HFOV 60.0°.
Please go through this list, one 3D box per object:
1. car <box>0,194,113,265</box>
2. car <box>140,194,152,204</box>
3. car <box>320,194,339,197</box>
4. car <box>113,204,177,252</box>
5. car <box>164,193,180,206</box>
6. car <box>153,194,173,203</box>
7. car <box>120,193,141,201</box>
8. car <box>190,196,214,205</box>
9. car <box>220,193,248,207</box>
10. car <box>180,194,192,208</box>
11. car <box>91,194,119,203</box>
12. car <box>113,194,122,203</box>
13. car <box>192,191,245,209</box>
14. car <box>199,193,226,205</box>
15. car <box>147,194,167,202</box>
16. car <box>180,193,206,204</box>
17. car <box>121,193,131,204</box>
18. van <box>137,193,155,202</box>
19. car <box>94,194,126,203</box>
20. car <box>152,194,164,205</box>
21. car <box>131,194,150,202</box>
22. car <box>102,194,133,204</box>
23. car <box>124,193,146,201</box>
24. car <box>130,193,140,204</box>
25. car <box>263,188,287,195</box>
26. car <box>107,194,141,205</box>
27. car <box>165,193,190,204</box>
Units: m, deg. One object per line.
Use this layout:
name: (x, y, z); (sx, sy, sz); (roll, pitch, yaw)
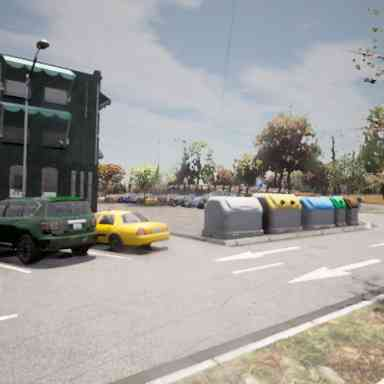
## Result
car: (-5.753, 1.205, 11.846); (5.566, 2.045, 2.435); (-1, 0, 35)
car: (-3.813, 1.133, 43.445); (1.946, 1.575, 5.366); (0, -1, 35)
car: (17.591, 1.390, 42.086); (2.435, 2.045, 5.566); (1, -2, 35)
car: (-3.412, 1.441, 13.687); (5.366, 1.575, 1.946); (-1, 0, 35)
car: (-0.540, 1.133, 38.427); (2.231, 1.521, 4.892); (0, -1, 35)
car: (-6.584, 1.522, 76.780); (2.185, 1.767, 4.553); (1, -2, 35)
car: (-16.900, 1.399, 91.724); (2.435, 2.045, 5.566); (1, -2, 35)
car: (2.038, 1.647, 64.389); (2.231, 1.521, 4.892); (1, -2, 35)
car: (7.223, 1.392, 56.925); (2.435, 2.045, 5.566); (1, -2, 35)
car: (1.151, 1.171, 36.000); (2.002, 1.452, 4.674); (1, 0, 35)
car: (-15.720, 1.167, 60.327); (2.163, 1.488, 4.792); (0, -1, 35)
car: (-8.970, 1.135, 50.575); (2.097, 1.535, 5.008); (0, -1, 35)
car: (2.834, 0.879, 33.546); (2.435, 2.045, 5.566); (1, 0, 35)
car: (3.806, 1.396, 61.939); (2.435, 2.045, 5.566); (1, -2, 35)
car: (-8.319, 1.522, 79.263); (2.185, 1.767, 4.553); (1, -2, 35)
car: (0.315, 1.394, 66.854); (2.435, 2.045, 5.566); (1, -2, 35)
car: (-7.301, 1.164, 48.124); (2.163, 1.488, 4.792); (1, -1, 35)
van: (-11.670, 1.429, 84.348); (1.878, 1.987, 4.442); (1, -2, 35)
car: (-14.140, 1.131, 57.715); (1.946, 1.575, 5.366); (1, 0, 35)
car: (-2.243, 1.007, 40.837); (2.185, 1.767, 4.553); (0, -1, 35)
car: (-13.437, 1.525, 86.753); (2.185, 1.767, 4.553); (1, -2, 35)
car: (-12.355, 1.136, 55.444); (2.097, 1.535, 5.008); (1, 0, 35)
car: (-15.187, 1.397, 89.188); (2.435, 2.045, 5.566); (1, -2, 35)
car: (-5.599, 1.135, 45.715); (2.231, 1.521, 4.892); (0, -1, 35)
car: (14.578, -0.028, 58.548); (1.994, 1.385, 4.181); (2, 3, -34)
car: (-10.765, 1.130, 52.855); (1.946, 1.575, 5.366); (1, 0, 35)
car: (-3.095, 1.398, 71.867); (2.435, 2.045, 5.566); (1, -2, 35)
